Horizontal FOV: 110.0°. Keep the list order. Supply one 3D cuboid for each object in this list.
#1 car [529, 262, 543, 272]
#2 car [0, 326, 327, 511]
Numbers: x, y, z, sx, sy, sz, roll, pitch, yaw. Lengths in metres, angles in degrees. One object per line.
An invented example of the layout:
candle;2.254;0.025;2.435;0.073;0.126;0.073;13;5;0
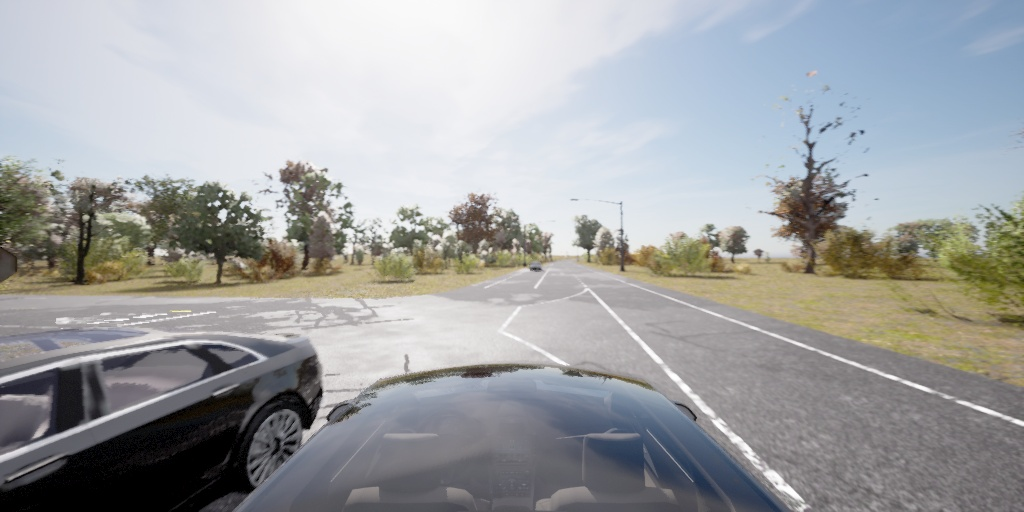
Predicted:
car;3.706;1.660;55.416;1.837;1.490;4.892;-1;0;7
car;-3.128;1.266;1.864;2.128;1.511;4.902;-1;0;7
